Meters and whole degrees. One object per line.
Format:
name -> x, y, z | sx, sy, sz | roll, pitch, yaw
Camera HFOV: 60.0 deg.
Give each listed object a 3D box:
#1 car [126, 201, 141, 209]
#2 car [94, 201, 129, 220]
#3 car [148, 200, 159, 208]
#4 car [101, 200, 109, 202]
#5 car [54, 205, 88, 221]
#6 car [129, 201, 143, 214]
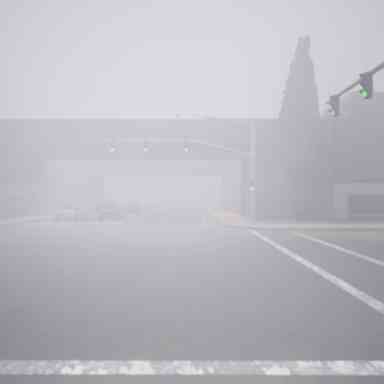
car -> -10.936, 2.358, 62.702 | 1.994, 1.385, 4.181 | 0, -1, 1
car -> -7.731, 1.937, 32.452 | 1.812, 1.442, 4.674 | 0, -1, 0
car -> -7.413, 2.345, 64.727 | 1.812, 1.442, 4.674 | 0, -1, 1
car -> -11.152, 1.897, 43.081 | 2.097, 1.767, 4.553 | 0, -1, 0
car -> -11.241, 1.922, 31.311 | 1.812, 1.442, 4.674 | 0, -1, 0
car -> -7.647, 2.104, 43.954 | 2.033, 1.411, 5.357 | 0, -1, 0
